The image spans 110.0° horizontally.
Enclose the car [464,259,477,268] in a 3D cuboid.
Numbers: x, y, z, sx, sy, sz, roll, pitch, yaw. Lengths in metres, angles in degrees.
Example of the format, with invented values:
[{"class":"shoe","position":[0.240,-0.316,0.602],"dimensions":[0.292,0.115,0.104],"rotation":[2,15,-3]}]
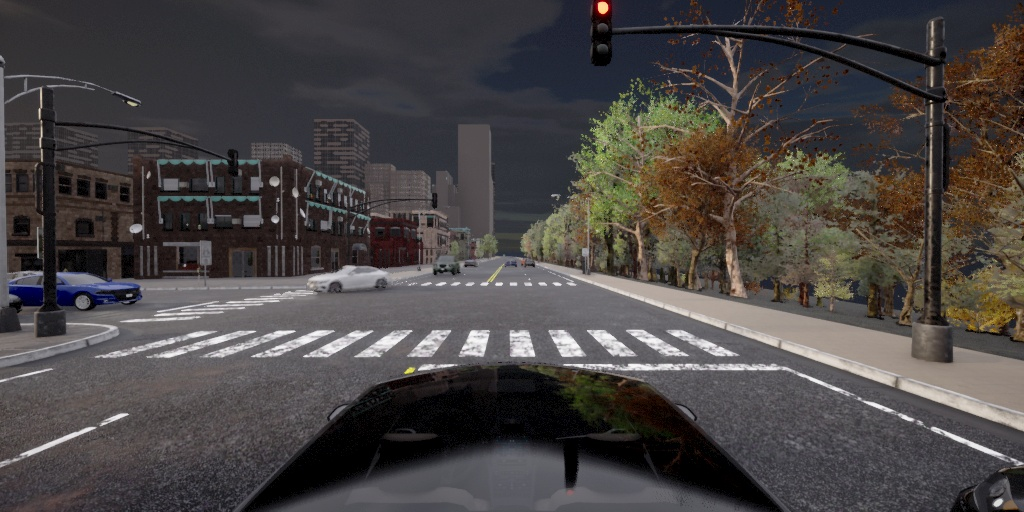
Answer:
[{"class":"car","position":[-6.859,1.276,59.608],"dimensions":[2.033,1.411,5.357],"rotation":[0,0,0]}]

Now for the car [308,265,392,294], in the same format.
[{"class":"car","position":[-9.201,1.284,20.725],"dimensions":[1.812,1.442,4.674],"rotation":[0,1,33]}]

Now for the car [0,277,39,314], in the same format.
[{"class":"car","position":[-20.000,1.565,12.480],"dimensions":[4.313,1.339,1.948],"rotation":[0,0,0]}]

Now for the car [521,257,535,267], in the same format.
[{"class":"car","position":[3.041,1.231,63.203],"dimensions":[1.837,1.490,4.892],"rotation":[0,0,0]}]

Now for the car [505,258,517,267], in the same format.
[{"class":"car","position":[-0.214,1.078,63.986],"dimensions":[2.097,1.767,4.553],"rotation":[0,0,0]}]

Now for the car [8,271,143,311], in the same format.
[{"class":"car","position":[-18.753,1.435,15.196],"dimensions":[5.008,1.535,1.882],"rotation":[-1,1,-1]}]

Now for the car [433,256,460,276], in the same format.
[{"class":"car","position":[-6.781,0.961,37.682],"dimensions":[2.150,2.045,5.566],"rotation":[0,0,0]}]

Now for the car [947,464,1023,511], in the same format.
[{"class":"car","position":[3.364,1.314,0.164],"dimensions":[1.994,1.385,4.181],"rotation":[0,0,-1]}]
